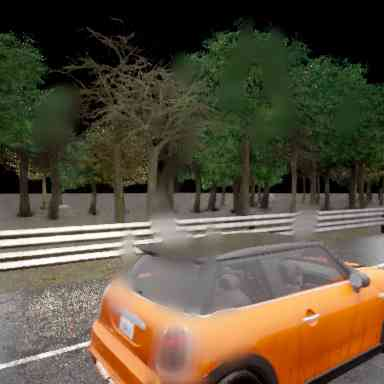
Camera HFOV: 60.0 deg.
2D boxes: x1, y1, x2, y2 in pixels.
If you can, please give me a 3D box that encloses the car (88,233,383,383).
[{"bbox_3d":[1.080,1.349,4.518,4.553,1.767,2.097,0,0,-35],"label":"car"}]
